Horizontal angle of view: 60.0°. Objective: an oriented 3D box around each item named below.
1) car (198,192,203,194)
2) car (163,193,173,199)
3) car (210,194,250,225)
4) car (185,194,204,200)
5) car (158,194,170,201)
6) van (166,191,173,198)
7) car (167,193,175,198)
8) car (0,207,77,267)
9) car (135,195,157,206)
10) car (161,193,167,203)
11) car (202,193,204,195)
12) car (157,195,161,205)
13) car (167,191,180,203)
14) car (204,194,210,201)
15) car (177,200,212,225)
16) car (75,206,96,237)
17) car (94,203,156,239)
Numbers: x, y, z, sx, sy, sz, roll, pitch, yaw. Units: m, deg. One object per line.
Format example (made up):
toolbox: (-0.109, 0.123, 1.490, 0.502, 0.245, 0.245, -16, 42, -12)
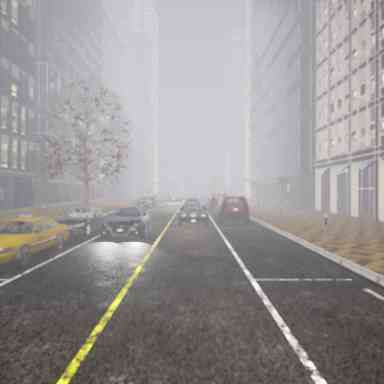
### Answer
car: (2.641, 1.008, 73.974, 1.947, 1.339, 4.313, 0, 0, 0)
car: (-5.743, 0.941, 79.673, 1.887, 1.381, 4.507, 0, 0, 0)
car: (2.678, 1.153, 22.744, 2.192, 1.841, 5.009, 0, 0, 0)
car: (0.072, 1.267, 40.900, 1.994, 1.385, 4.181, 0, 0, 0)
car: (-5.736, 1.039, 68.289, 2.008, 1.369, 4.403, 0, 0, 0)
van: (-5.746, 0.690, 85.364, 1.690, 1.788, 3.998, 0, 0, 0)
car: (-5.751, 0.884, 91.058, 1.802, 1.307, 4.206, 0, 0, 0)
car: (-5.695, 1.446, 11.196, 1.752, 1.417, 4.829, 0, 0, 0)
car: (-5.715, 1.262, 39.828, 2.008, 1.369, 4.403, 0, 0, 0)
car: (-5.727, 1.161, 56.903, 1.802, 1.307, 4.206, 0, 0, 0)
car: (2.661, 1.192, 45.683, 1.752, 1.417, 4.829, 0, 0, 0)
car: (-5.720, 1.233, 45.521, 1.947, 1.339, 4.313, 0, 0, 0)
car: (-3.096, 1.061, 58.054, 2.128, 1.511, 4.902, 0, 0, 0)
car: (2.670, 1.069, 34.129, 2.192, 1.841, 5.009, 0, 0, 0)
car: (0.084, 1.441, 22.429, 1.895, 1.301, 4.718, 0, 0, 0)
car: (-5.700, 1.429, 17.060, 2.008, 1.369, 4.403, 0, 0, 0)
car: (-3.112, 1.447, 16.405, 1.994, 1.385, 4.181, 0, 0, 0)
